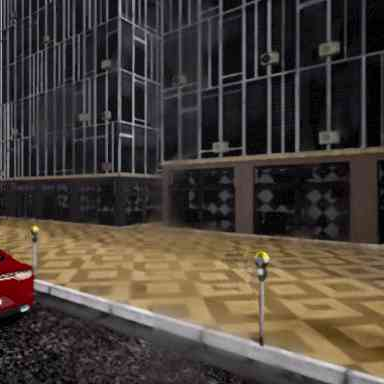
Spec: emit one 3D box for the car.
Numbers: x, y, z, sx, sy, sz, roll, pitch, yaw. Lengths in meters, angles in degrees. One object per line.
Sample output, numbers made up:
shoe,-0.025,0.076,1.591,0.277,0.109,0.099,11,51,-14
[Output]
car,-4.783,1.521,6.290,4.507,1.381,1.887,0,0,36
